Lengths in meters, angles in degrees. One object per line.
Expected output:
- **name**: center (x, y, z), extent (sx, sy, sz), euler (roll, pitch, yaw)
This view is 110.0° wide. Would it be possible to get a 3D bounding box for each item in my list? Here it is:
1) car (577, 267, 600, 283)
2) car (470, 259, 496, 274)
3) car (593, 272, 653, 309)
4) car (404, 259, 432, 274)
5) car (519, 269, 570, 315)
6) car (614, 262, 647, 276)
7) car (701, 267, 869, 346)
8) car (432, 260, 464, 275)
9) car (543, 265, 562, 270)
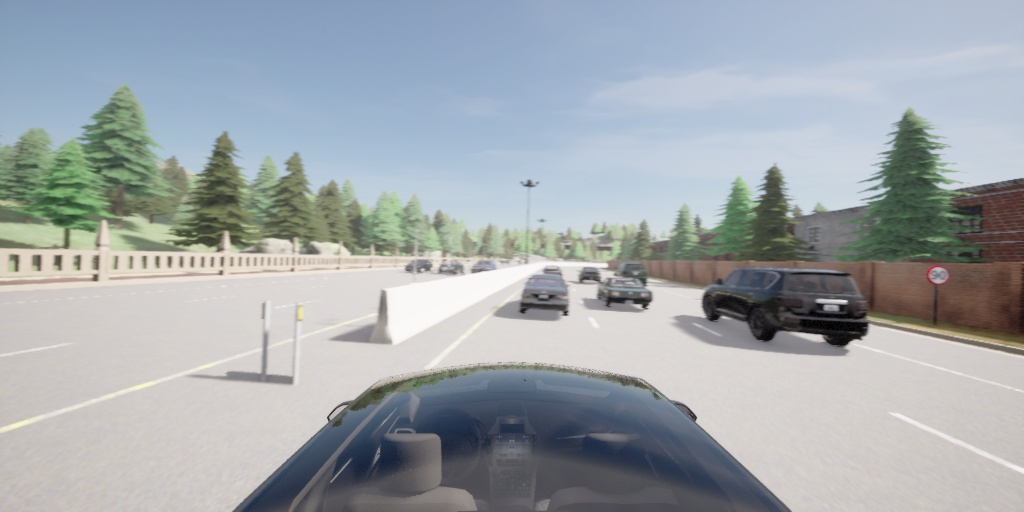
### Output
- **car**: center (7.280, 1.768, 33.907), extent (1.837, 1.490, 4.892), euler (2, 0, 7)
- **car**: center (-2.982, 1.207, 37.900), extent (2.097, 1.767, 4.553), euler (2, 0, 7)
- **car**: center (5.225, 1.670, 17.256), extent (1.895, 1.301, 4.718), euler (2, 0, 7)
- **car**: center (-9.930, 1.072, 38.754), extent (1.837, 1.490, 4.892), euler (2, 0, 7)
- **car**: center (1.369, 1.437, 14.537), extent (2.033, 1.411, 5.357), euler (2, 0, 7)
- **car**: center (10.637, 1.617, 32.455), extent (2.150, 2.045, 5.566), euler (2, 0, 7)
- **car**: center (8.022, 1.371, 11.272), extent (2.150, 2.045, 5.566), euler (2, 0, 7)
- **car**: center (-6.449, 1.203, 38.401), extent (2.128, 1.511, 4.902), euler (2, 0, 7)
- **car**: center (3.803, 1.610, 34.281), extent (2.128, 1.511, 4.902), euler (2, 0, 7)
